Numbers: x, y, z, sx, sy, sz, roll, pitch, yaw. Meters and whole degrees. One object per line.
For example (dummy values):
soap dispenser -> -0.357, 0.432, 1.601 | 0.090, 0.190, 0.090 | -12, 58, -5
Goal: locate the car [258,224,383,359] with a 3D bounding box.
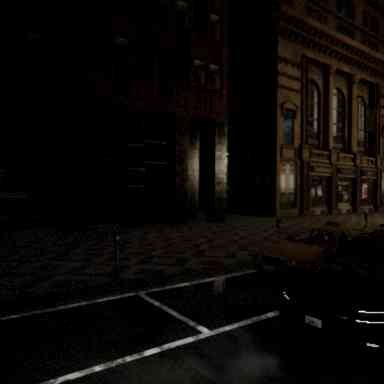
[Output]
car -> 3.668, 1.491, 5.947 | 5.008, 1.535, 1.882 | 0, 0, -36

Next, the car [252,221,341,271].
car -> 3.771, 1.531, 9.298 | 4.829, 1.417, 1.752 | 0, 0, -36
